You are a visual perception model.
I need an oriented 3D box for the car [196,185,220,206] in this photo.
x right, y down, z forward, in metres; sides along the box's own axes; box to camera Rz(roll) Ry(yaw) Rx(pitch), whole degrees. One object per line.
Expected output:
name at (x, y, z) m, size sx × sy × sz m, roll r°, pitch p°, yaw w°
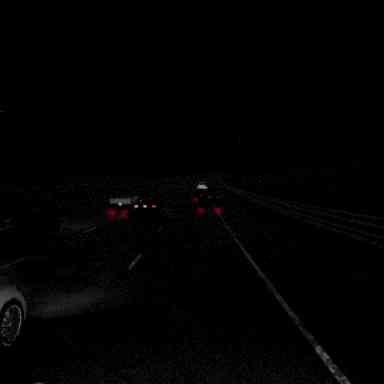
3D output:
car at (1.738, 0.442, 34.020) m, size 2.097 × 1.767 × 4.553 m, roll 0°, pitch 2°, yaw 2°

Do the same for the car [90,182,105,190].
car at (-19.059, -1.017, 67.212) m, size 2.150 × 2.045 × 5.566 m, roll 0°, pitch 3°, yaw 3°

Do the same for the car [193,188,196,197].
car at (1.187, 0.026, 52.548) m, size 1.895 × 1.301 × 4.718 m, roll 0°, pitch 2°, yaw 3°

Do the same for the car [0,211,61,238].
car at (-6.827, 1.363, 12.838) m, size 1.895 × 1.301 × 4.718 m, roll 0°, pitch 1°, yaw 1°

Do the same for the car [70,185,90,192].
car at (-22.634, -0.675, 66.006) m, size 2.128 × 1.511 × 4.902 m, roll 0°, pitch 3°, yaw 3°

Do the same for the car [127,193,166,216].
car at (-3.131, 0.948, 25.115) m, size 2.033 × 1.411 × 5.357 m, roll 0°, pitch 2°, yaw 1°

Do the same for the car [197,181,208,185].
car at (2.148, -1.261, 70.468) m, size 2.150 × 2.045 × 5.566 m, roll 0°, pitch 3°, yaw 4°

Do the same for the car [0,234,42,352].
car at (-3.391, 1.481, 3.049) m, size 1.812 × 1.442 × 4.674 m, roll 0°, pitch 1°, yaw 0°

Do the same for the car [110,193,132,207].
car at (-6.446, 0.744, 32.370) m, size 1.895 × 1.301 × 4.718 m, roll 0°, pitch 2°, yaw 2°

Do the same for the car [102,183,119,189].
car at (-15.651, -0.541, 65.586) m, size 1.895 × 1.301 × 4.718 m, roll 0°, pitch 3°, yaw 3°
